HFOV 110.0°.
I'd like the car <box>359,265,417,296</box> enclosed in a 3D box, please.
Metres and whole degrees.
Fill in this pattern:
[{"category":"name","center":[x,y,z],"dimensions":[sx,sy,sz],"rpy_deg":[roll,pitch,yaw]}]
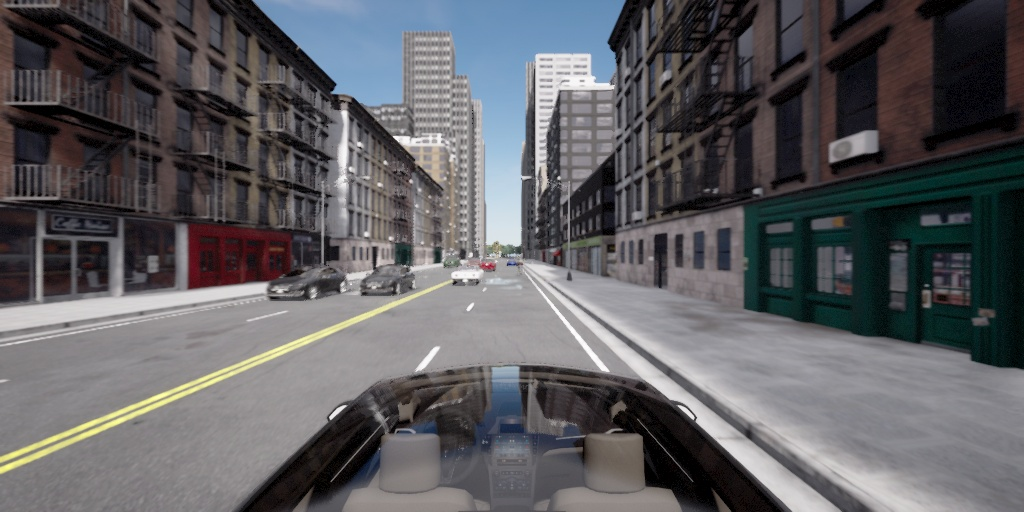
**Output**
[{"category":"car","center":[-6.601,1.253,19.566],"dimensions":[1.837,1.490,4.892],"rpy_deg":[0,0,0]}]

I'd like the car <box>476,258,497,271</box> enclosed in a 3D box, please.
[{"category":"car","center":[-3.161,1.104,47.601],"dimensions":[2.097,1.767,4.553],"rpy_deg":[0,0,0]}]

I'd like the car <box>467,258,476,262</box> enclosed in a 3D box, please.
[{"category":"car","center":[-6.551,1.107,61.788],"dimensions":[2.097,1.767,4.553],"rpy_deg":[0,0,1]}]

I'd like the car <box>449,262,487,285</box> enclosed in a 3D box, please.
[{"category":"car","center":[-3.156,1.350,26.493],"dimensions":[1.895,1.301,4.718],"rpy_deg":[0,0,0]}]

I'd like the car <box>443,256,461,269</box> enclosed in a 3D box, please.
[{"category":"car","center":[-9.808,0.977,59.051],"dimensions":[2.150,2.045,5.566],"rpy_deg":[0,0,1]}]

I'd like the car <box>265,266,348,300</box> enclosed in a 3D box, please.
[{"category":"car","center":[-9.851,1.253,17.642],"dimensions":[1.837,1.490,4.892],"rpy_deg":[0,0,0]}]

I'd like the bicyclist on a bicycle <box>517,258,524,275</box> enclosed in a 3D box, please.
[{"category":"bicyclist on a bicycle","center":[0.886,1.121,36.466],"dimensions":[0.659,1.776,1.843],"rpy_deg":[0,0,0]}]
